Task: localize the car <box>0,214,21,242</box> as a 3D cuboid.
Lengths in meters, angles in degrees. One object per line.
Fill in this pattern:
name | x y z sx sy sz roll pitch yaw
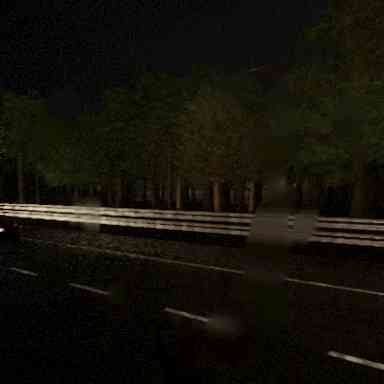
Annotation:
car | -9.618 1.570 15.045 4.181 1.385 1.994 0 0 36
